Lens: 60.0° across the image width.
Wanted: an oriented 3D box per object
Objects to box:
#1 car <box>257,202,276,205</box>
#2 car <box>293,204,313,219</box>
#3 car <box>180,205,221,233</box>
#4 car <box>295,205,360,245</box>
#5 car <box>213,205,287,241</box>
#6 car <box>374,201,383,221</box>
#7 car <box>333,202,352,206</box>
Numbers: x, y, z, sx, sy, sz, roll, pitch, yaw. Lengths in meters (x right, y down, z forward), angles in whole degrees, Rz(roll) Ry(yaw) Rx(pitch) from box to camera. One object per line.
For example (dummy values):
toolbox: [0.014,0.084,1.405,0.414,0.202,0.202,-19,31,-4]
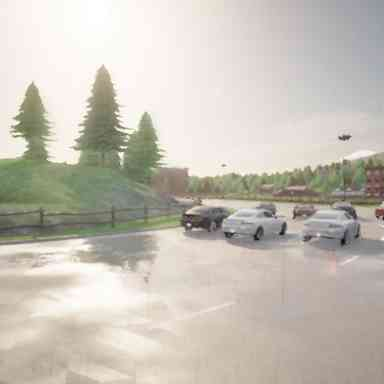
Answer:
car: [7.630,1.697,34.058,1.994,1.385,4.181,0,0,15]
car: [10.284,1.723,30.507,1.895,1.301,4.718,0,0,18]
car: [1.284,1.581,20.294,1.837,1.490,4.892,0,0,37]
car: [6.787,1.591,16.054,1.812,1.442,4.674,0,0,37]
car: [3.304,1.594,17.179,1.812,1.442,4.674,0,-1,38]
car: [17.082,1.469,28.379,2.097,1.767,4.553,0,0,19]
car: [14.101,1.652,31.262,1.812,1.442,4.674,0,0,16]
